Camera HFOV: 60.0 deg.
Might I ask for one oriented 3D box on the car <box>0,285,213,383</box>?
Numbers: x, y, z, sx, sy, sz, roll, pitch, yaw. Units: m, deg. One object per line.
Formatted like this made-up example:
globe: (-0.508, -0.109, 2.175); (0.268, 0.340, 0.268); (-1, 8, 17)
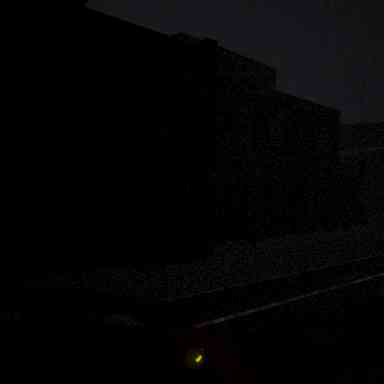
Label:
car: (-1.966, 1.522, 2.288); (4.674, 1.442, 1.812); (1, 0, -36)
